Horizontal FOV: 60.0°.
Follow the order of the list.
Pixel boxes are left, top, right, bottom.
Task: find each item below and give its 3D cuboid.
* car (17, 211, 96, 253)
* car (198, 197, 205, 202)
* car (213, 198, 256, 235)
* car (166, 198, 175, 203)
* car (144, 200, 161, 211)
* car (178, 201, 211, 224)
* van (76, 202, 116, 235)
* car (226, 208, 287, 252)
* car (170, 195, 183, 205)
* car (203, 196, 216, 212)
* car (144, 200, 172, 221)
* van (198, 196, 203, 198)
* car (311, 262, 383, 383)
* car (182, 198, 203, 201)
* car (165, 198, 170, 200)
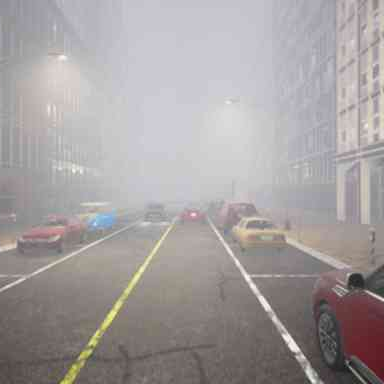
[{"bbox_3d":[-5.691,1.697,14.099,1.802,1.307,4.206,0,0,0],"label":"car"},{"bbox_3d":[2.689,2.209,93.862,1.947,1.339,4.313,0,0,0],"label":"car"},{"bbox_3d":[2.690,1.477,19.799,2.192,1.841,5.009,0,0,0],"label":"car"},{"bbox_3d":[-5.691,2.179,88.165,1.947,1.339,4.313,0,0,0],"label":"car"},{"bbox_3d":[-5.691,1.940,48.284,1.947,1.339,4.313,0,0,0],"label":"car"},{"bbox_3d":[0.100,1.720,26.679,2.163,1.488,4.792,0,0,0],"label":"car"},{"bbox_3d":[-5.691,1.503,19.799,1.690,1.788,3.998,0,0,0],"label":"van"},{"bbox_3d":[2.690,1.642,14.269,1.752,1.417,4.829,0,0,0],"label":"car"},{"bbox_3d":[-3.003,1.730,70.987,2.150,2.045,5.566,0,0,0],"label":"car"},{"bbox_3d":[2.690,1.608,36.889,2.192,1.841,5.009,0,0,0],"label":"car"},{"bbox_3d":[-3.099,1.744,29.597,1.837,1.490,4.892,0,-1,0],"label":"car"},{"bbox_3d":[2.690,1.858,71.073,1.690,1.788,3.998,0,0,0],"label":"van"},{"bbox_3d":[2.690,1.338,2.707,2.192,1.841,5.009,0,0,0],"label":"car"},{"bbox_3d":[0.098,1.839,42.746,2.163,1.488,4.792,0,0,0],"label":"car"},{"bbox_3d":[-5.691,2.133,82.468,2.008,1.369,4.403,0,0,0],"label":"car"}]
